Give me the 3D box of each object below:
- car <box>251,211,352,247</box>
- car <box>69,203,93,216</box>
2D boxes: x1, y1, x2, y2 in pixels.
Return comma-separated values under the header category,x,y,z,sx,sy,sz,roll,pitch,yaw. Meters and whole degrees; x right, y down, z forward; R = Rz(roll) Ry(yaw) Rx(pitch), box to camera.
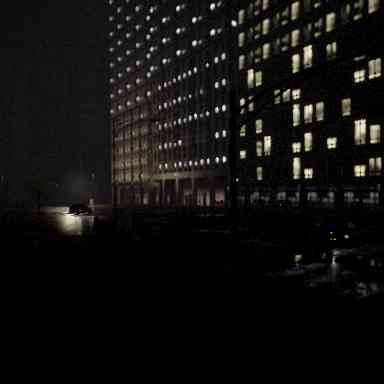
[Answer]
category,x,y,z,sx,sy,sz,roll,pitch,yaw
car,5.005,1.682,15.821,1.837,1.490,4.892,-1,-1,-37
car,-13.827,2.152,41.171,1.812,1.442,4.674,-1,0,-37
